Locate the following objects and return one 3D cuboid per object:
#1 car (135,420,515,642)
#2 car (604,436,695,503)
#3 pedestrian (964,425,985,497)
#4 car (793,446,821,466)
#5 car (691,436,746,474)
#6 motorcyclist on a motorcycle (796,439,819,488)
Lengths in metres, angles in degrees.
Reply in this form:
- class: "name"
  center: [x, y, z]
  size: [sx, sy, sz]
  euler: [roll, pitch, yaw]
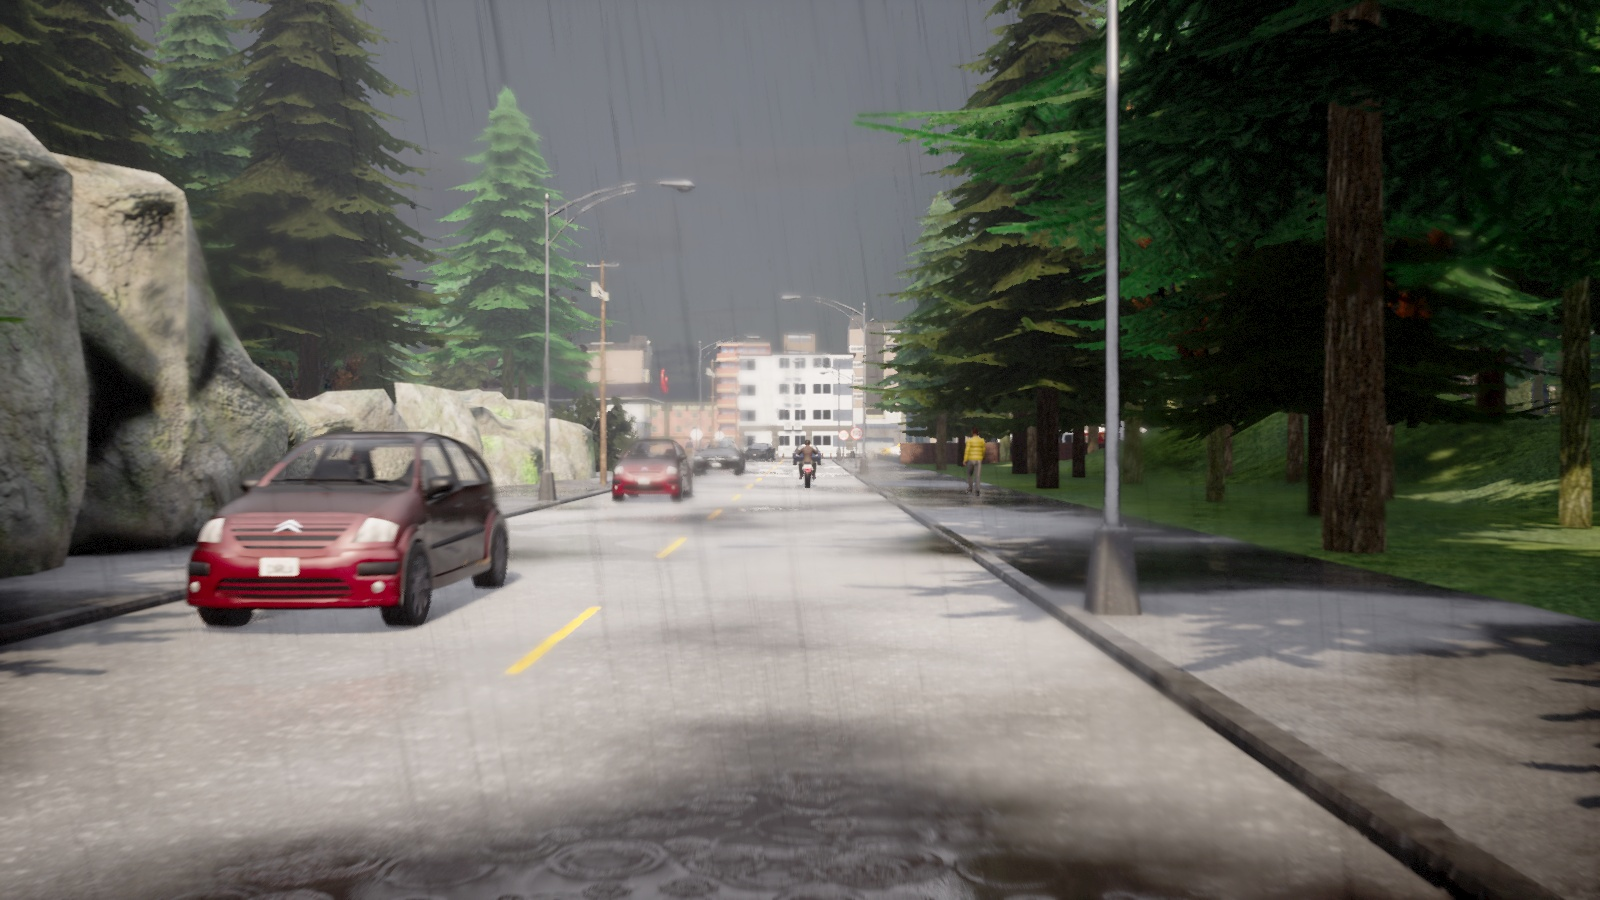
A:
- class: "car"
  center: [-3.921, 0.578, 11.166]
  size: [1.851, 1.617, 3.988]
  euler: [0, 0, 0]
- class: "car"
  center: [-3.799, 0.459, 32.386]
  size: [1.851, 1.617, 3.988]
  euler: [0, 0, 0]
- class: "pedestrian"
  center: [4.532, 0.276, 32.621]
  size: [0.431, 1.840, 0.709]
  euler: [0, 0, -2]
- class: "car"
  center: [0.472, 0.369, 84.871]
  size: [1.895, 1.301, 4.718]
  euler: [0, 0, 0]
- class: "car"
  center: [-3.656, 0.199, 57.210]
  size: [2.152, 1.651, 5.027]
  euler: [0, 0, 0]
- class: "motorcyclist on a motorcycle"
  center: [0.263, 0.454, 43.061]
  size: [0.766, 1.649, 2.350]
  euler: [0, 0, 0]
